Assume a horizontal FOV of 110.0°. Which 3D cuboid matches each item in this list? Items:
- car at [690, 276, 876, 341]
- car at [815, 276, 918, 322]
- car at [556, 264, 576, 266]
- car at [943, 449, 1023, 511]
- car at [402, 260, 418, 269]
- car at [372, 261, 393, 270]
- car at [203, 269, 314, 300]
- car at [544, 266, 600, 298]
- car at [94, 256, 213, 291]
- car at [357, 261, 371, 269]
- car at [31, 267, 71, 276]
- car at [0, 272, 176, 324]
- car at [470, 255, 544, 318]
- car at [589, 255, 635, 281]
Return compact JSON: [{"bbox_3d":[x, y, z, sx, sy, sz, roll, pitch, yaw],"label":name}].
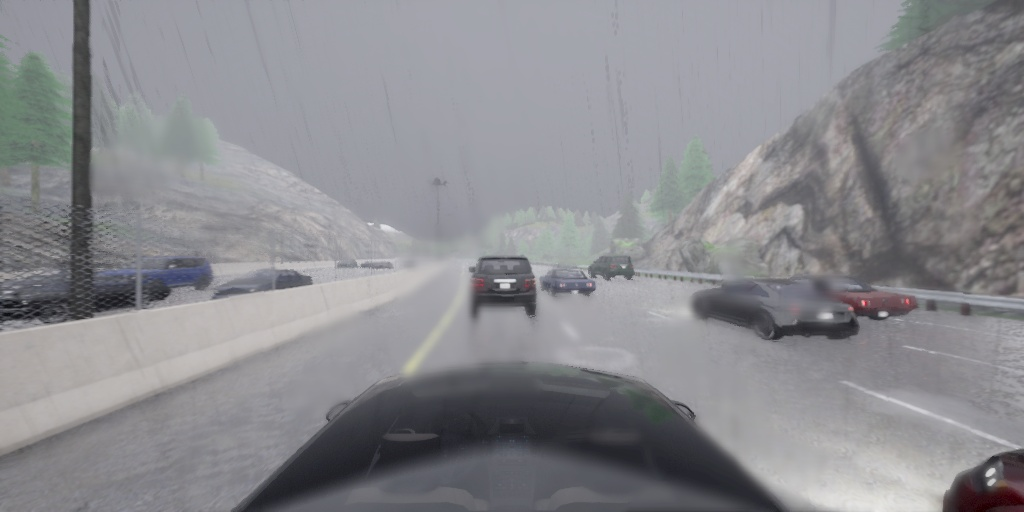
[{"bbox_3d":[6.787,1.303,9.852,1.994,1.385,4.181,0,0,-3],"label":"car"},{"bbox_3d":[10.195,1.334,12.190,1.895,1.301,4.718,0,0,-3],"label":"car"},{"bbox_3d":[4.685,1.358,31.759,1.895,1.301,4.718,0,0,-7],"label":"car"},{"bbox_3d":[3.510,1.305,0.306,1.994,1.385,4.181,0,0,0],"label":"car"},{"bbox_3d":[-16.552,1.385,58.364,1.994,1.385,4.181,0,0,-7],"label":"car"},{"bbox_3d":[-19.700,1.390,55.426,1.994,1.385,4.181,0,0,-7],"label":"car"},{"bbox_3d":[-11.395,1.332,17.012,2.033,1.411,5.357,0,0,-5],"label":"car"},{"bbox_3d":[2.702,1.354,18.454,1.895,1.301,4.718,0,0,-5],"label":"car"},{"bbox_3d":[-18.651,1.026,19.142,2.150,2.045,5.566,0,0,-6],"label":"car"},{"bbox_3d":[-23.797,1.439,60.020,1.895,1.301,4.718,0,0,-7],"label":"car"},{"bbox_3d":[-22.051,1.301,17.964,2.128,1.511,4.902,0,0,-6],"label":"car"},{"bbox_3d":[-14.533,1.390,12.152,1.895,1.301,4.718,0,0,-4],"label":"car"},{"bbox_3d":[-0.384,0.979,13.274,2.150,2.045,5.566,0,0,-4],"label":"car"},{"bbox_3d":[8.370,0.969,30.510,2.150,2.045,5.566,0,0,-7],"label":"car"}]
